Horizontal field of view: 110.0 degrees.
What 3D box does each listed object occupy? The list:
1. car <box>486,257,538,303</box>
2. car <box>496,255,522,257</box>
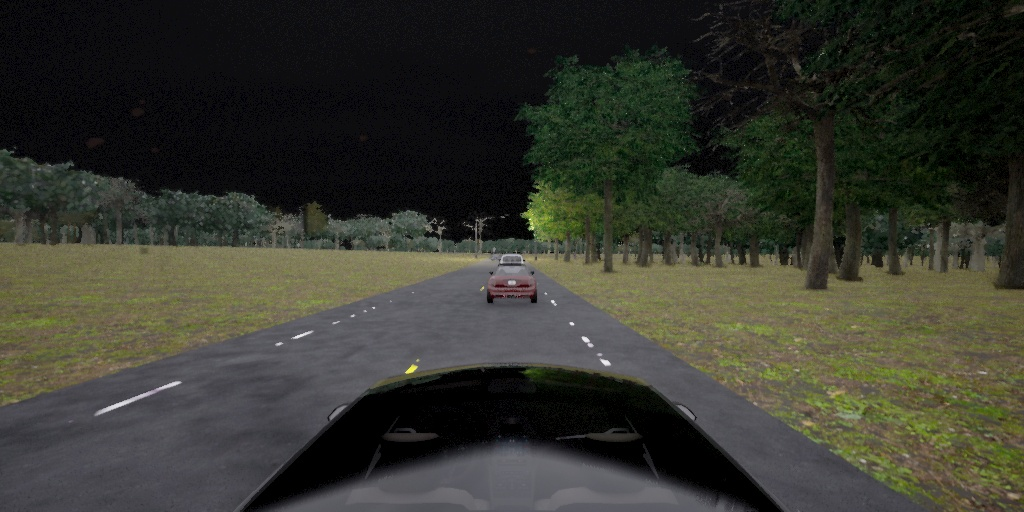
[{"bbox_3d":[0.001,1.080,16.471,2.097,1.767,4.553,0,0,0],"label":"car"},{"bbox_3d":[0.001,0.884,31.530,2.150,2.045,5.566,0,0,0],"label":"car"}]
